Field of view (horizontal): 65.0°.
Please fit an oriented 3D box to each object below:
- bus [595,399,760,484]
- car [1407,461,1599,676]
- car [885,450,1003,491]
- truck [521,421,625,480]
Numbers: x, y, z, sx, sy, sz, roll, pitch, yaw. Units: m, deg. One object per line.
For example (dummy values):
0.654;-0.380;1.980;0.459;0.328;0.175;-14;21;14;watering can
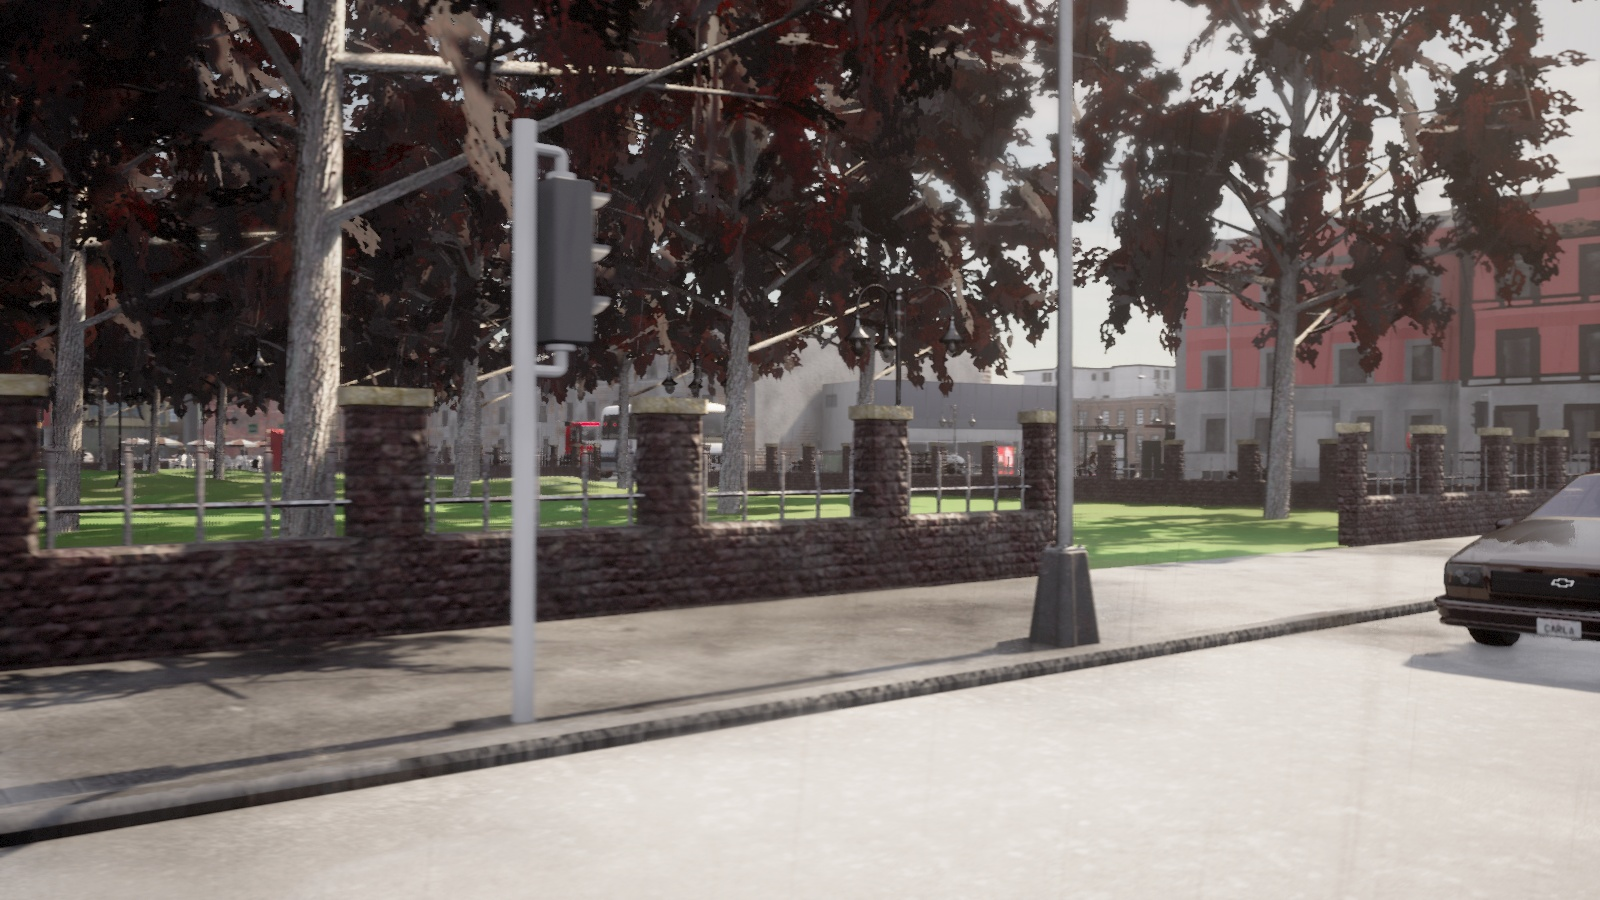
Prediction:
-6.819;-0.409;68.199;3.944;4.253;10.273;0;0;-39;bus
7.221;0.809;10.339;5.357;1.411;2.033;0;0;-41;car
5.946;0.823;52.287;2.033;1.649;4.856;0;0;-39;car
-14.044;0.029;77.189;2.891;3.462;7.936;0;0;-39;truck
